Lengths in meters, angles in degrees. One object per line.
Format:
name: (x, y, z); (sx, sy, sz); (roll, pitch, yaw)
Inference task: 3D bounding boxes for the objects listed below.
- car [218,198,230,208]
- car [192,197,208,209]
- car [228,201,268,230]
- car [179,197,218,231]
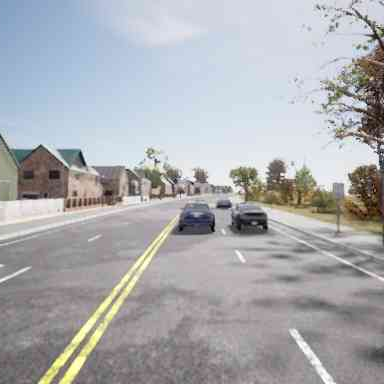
car: (4.504, 1.545, 47.062); (1.994, 1.385, 4.181); (0, 0, 3)
car: (1.194, 1.478, 45.981); (2.128, 1.511, 4.902); (0, 0, 3)
car: (3.582, 1.501, 21.243); (1.837, 1.490, 4.892); (0, 0, 1)
car: (0.325, 1.351, 20.884); (2.097, 1.767, 4.553); (0, 0, 1)
